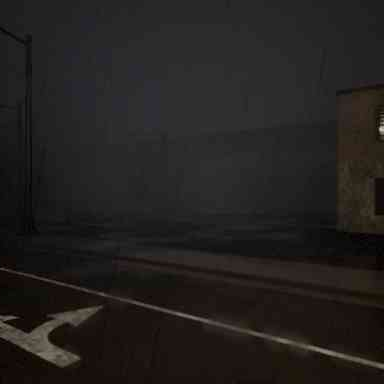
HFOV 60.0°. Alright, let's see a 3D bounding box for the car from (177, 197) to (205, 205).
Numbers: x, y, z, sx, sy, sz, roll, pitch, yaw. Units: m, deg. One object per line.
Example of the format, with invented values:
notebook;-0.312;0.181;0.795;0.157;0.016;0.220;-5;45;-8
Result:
car;-0.177;1.719;64.741;5.357;1.411;2.033;0;0;-17
